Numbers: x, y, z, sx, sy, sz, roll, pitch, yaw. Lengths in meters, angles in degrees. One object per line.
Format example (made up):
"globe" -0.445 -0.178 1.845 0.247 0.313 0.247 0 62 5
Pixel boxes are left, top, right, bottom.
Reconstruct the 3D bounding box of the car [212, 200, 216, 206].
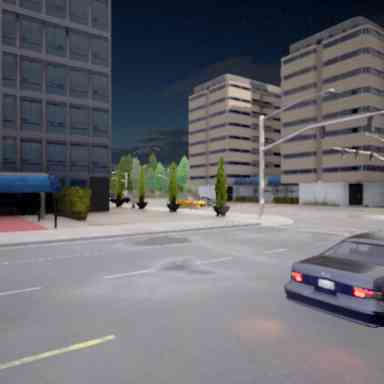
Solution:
"car" 1.620 1.450 47.319 1.837 1.490 4.892 0 0 -35

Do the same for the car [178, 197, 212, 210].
"car" 0.013 1.429 43.500 1.882 1.535 5.008 0 0 -35

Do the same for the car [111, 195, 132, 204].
"car" -13.661 1.552 63.234 1.895 1.301 4.718 0 0 -35

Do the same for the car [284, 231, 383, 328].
"car" 4.229 1.534 6.823 5.357 1.411 2.033 0 0 -35

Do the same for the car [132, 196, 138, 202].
"car" -12.703 1.440 68.027 2.128 1.511 4.902 0 0 -35
